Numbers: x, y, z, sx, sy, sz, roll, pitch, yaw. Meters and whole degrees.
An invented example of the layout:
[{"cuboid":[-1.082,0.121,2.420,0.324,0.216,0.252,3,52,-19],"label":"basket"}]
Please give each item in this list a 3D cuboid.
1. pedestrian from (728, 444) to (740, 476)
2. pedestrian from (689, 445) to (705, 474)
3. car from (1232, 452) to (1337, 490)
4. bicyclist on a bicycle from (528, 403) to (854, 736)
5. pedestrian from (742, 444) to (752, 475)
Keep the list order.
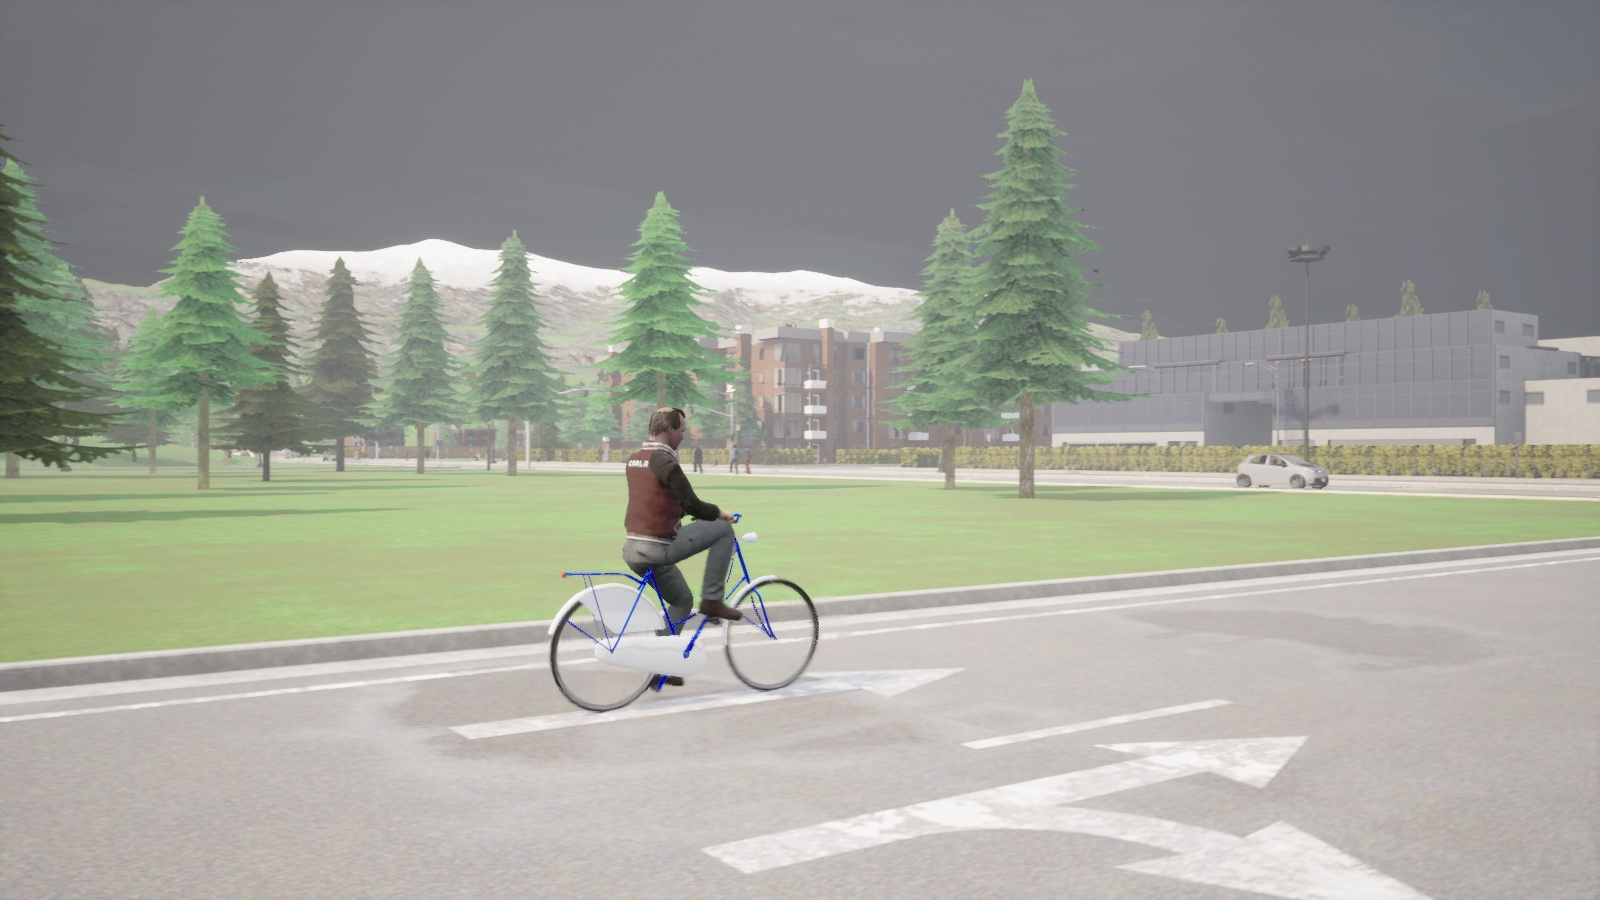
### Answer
[{"cuboid":[-3.996,0.578,75.715,0.396,1.930,0.692,0,0,-35],"label":"pedestrian"},{"cuboid":[-6.482,0.592,79.343,0.634,1.844,0.899,0,0,-36],"label":"pedestrian"},{"cuboid":[20.075,0.843,52.104,1.845,1.501,3.633,0,0,-36],"label":"car"},{"cuboid":[-0.619,0.635,7.493,1.843,1.776,0.659,0,0,-35],"label":"bicyclist on a bicycle"},{"cuboid":[-3.232,0.577,76.044,0.353,1.847,0.614,0,0,-33],"label":"pedestrian"}]
